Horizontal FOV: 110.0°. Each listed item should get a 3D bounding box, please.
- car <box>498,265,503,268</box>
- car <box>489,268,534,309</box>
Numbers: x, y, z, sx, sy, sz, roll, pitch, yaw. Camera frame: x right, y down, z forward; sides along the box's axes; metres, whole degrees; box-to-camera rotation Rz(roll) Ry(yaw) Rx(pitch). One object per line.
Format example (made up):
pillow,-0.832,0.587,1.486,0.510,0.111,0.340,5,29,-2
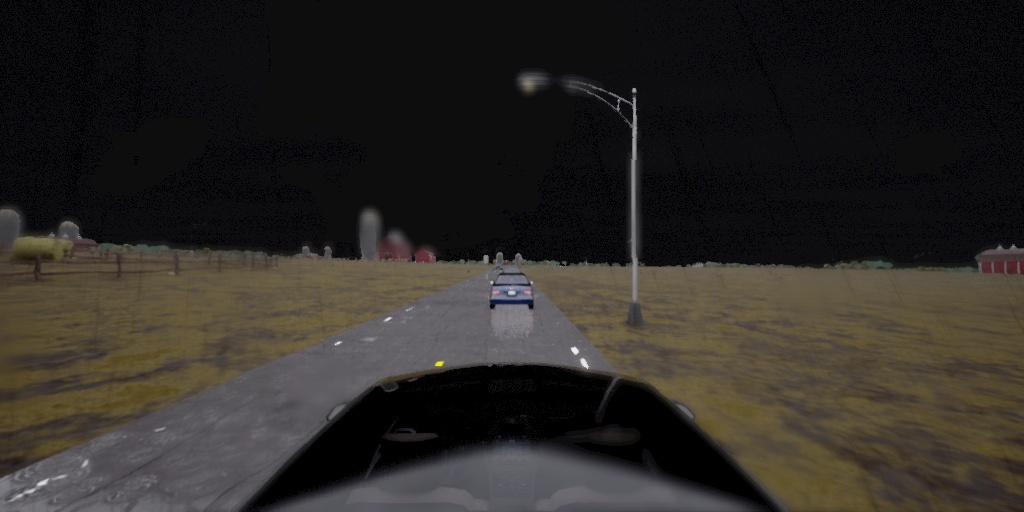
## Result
car,-0.016,1.688,30.981,1.895,1.301,4.718,0,-1,0
car,-0.008,1.446,15.860,2.033,1.411,5.357,0,-1,0
